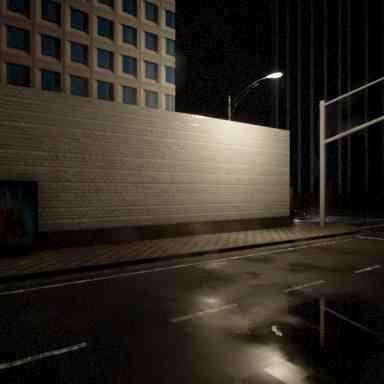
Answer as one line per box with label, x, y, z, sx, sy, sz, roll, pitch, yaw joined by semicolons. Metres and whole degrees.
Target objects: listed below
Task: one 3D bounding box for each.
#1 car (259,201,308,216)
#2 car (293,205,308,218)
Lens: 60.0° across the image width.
car;9.317;1.656;34.295;1.895;1.301;4.718;0;0;-36
car;8.116;1.581;29.970;1.812;1.442;4.674;0;0;-36
